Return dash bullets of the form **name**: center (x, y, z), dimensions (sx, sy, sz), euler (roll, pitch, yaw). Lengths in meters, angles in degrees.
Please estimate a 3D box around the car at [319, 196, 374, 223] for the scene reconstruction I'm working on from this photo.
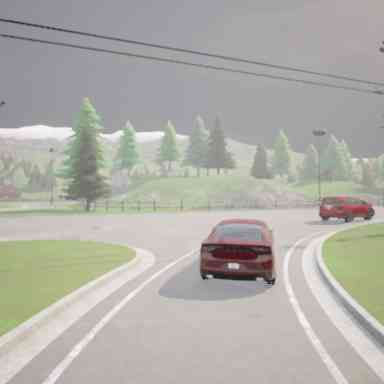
- **car**: center (12.712, 1.387, 27.298), dimensions (5.566, 2.045, 2.150), euler (0, -1, -37)

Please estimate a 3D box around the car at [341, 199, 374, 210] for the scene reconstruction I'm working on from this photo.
- **car**: center (24.396, 1.822, 48.960), dimensions (4.674, 1.442, 1.812), euler (0, 0, -25)

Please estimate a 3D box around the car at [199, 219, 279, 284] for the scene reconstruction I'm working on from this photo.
- **car**: center (1.540, 1.539, 9.983), dimensions (1.882, 1.535, 5.008), euler (0, 0, 14)
